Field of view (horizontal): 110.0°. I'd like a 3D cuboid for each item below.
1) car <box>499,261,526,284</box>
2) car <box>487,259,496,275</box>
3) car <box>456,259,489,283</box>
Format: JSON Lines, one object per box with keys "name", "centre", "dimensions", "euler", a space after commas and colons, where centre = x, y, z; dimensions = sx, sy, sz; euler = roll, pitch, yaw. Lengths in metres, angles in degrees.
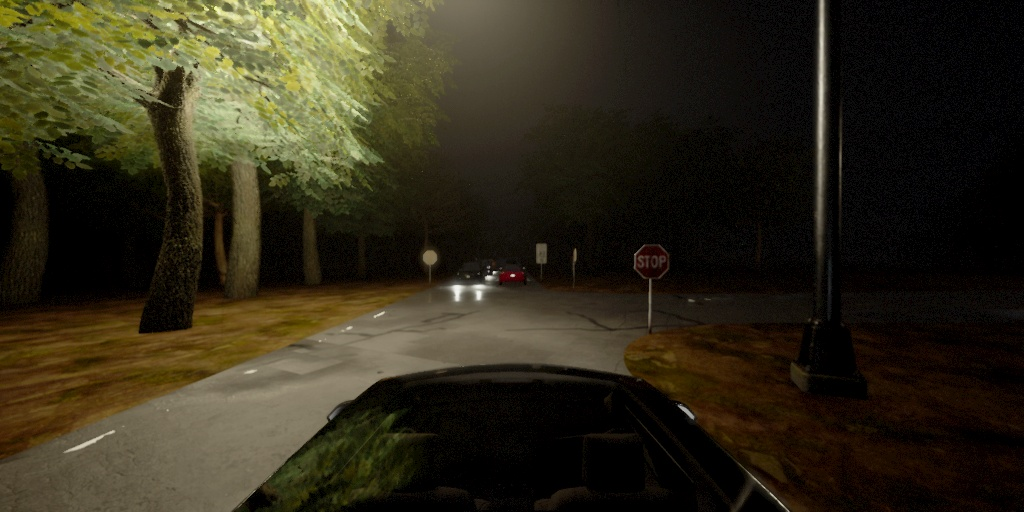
{"name": "car", "centre": [0.051, 1.328, 26.874], "dimensions": [1.994, 1.385, 4.181], "euler": [0, 0, 0]}
{"name": "car", "centre": [-3.162, 1.104, 38.036], "dimensions": [2.097, 1.767, 4.553], "euler": [0, 0, 0]}
{"name": "car", "centre": [-3.145, 1.234, 28.121], "dimensions": [1.882, 1.535, 5.008], "euler": [0, 0, 0]}
